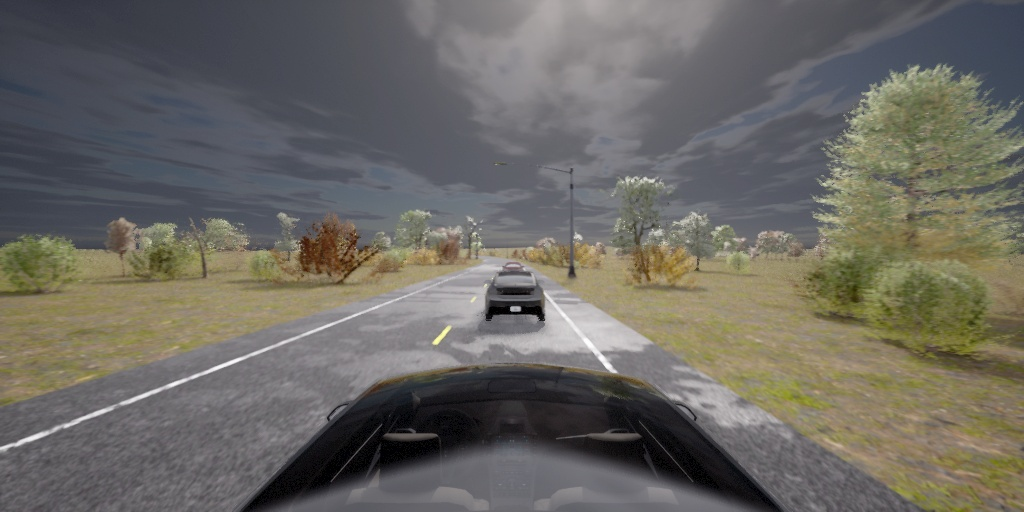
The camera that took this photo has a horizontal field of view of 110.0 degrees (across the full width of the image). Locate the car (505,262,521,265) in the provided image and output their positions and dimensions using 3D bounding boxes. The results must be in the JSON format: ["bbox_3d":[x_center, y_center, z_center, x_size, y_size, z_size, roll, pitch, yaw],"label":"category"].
[{"bbox_3d":[0.089,1.241,30.669,1.812,1.442,4.674,0,0,0],"label":"car"}]

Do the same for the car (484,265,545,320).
[{"bbox_3d":[0.090,1.247,12.553,1.837,1.490,4.892,0,0,0],"label":"car"}]
